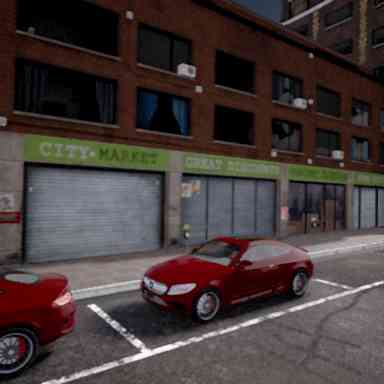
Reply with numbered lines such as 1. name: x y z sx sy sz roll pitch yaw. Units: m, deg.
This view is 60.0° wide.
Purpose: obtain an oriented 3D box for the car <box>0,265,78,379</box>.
1. car: -3.580 1.575 3.993 4.206 1.307 1.802 1 0 -35

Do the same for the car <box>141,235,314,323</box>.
1. car: 0.955 1.631 7.229 4.206 1.307 1.802 1 0 -35
